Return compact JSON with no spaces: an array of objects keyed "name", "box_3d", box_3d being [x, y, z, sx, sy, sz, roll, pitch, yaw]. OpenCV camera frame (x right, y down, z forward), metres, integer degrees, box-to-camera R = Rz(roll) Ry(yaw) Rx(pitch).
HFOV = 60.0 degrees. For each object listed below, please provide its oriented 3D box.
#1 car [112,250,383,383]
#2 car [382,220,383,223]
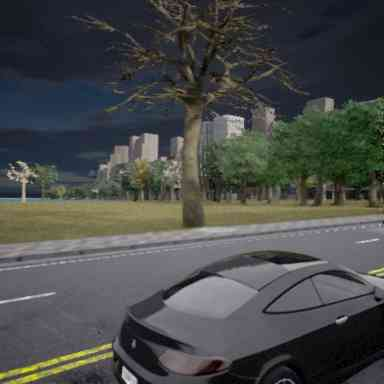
[{"name":"car","box_3d":[1.298,1.528,4.384,4.674,1.442,1.812,0,0,-36]},{"name":"car","box_3d":[14.918,1.575,22.318,5.357,1.411,2.033,0,0,-36]}]
